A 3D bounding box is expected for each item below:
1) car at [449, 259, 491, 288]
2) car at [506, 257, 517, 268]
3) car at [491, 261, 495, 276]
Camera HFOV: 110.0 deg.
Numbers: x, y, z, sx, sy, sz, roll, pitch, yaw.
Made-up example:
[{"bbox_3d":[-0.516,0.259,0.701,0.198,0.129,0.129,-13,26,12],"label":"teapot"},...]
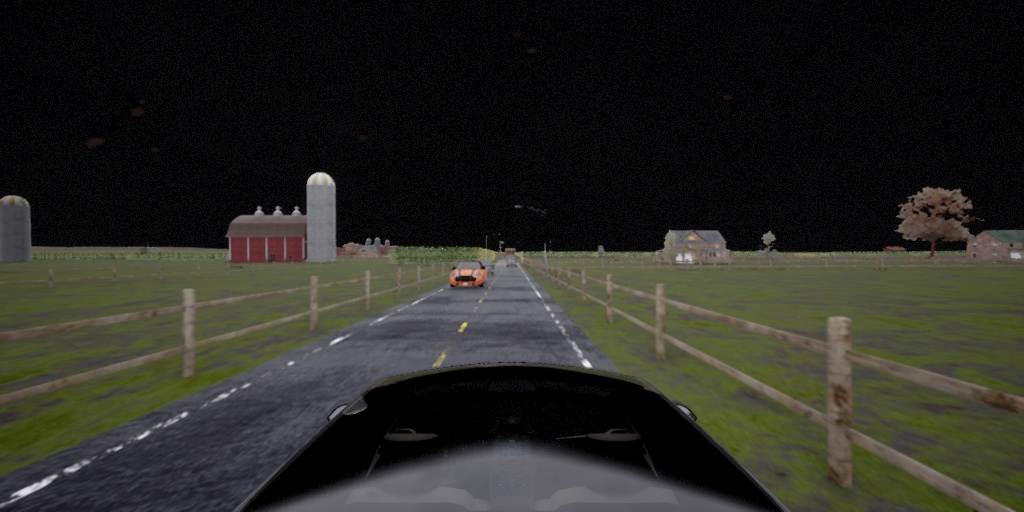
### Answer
[{"bbox_3d":[-2.778,1.092,23.714,2.097,1.767,4.553,0,0,0],"label":"car"},{"bbox_3d":[-0.027,1.243,60.656,2.033,1.411,5.357,0,0,0],"label":"car"},{"bbox_3d":[-2.766,1.249,37.456,2.128,1.511,4.902,0,0,0],"label":"car"}]
